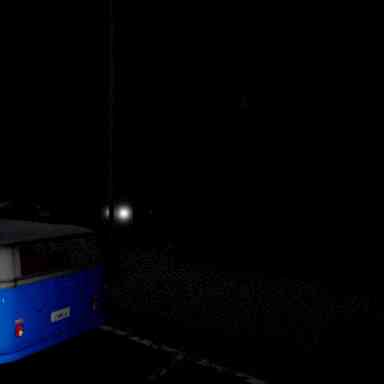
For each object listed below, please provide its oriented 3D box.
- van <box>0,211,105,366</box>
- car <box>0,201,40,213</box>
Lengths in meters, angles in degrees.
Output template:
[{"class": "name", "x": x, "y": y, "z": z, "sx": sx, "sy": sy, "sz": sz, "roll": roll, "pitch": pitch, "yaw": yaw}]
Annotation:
[{"class": "van", "x": -3.196, "y": 1.341, "z": 5.357, "sx": 3.998, "sy": 1.788, "sz": 1.690, "roll": 0, "pitch": 0, "yaw": 36}, {"class": "car", "x": -15.406, "y": 1.517, "z": 28.504, "sx": 1.812, "sy": 1.442, "sz": 4.674, "roll": 0, "pitch": 0, "yaw": 33}]
